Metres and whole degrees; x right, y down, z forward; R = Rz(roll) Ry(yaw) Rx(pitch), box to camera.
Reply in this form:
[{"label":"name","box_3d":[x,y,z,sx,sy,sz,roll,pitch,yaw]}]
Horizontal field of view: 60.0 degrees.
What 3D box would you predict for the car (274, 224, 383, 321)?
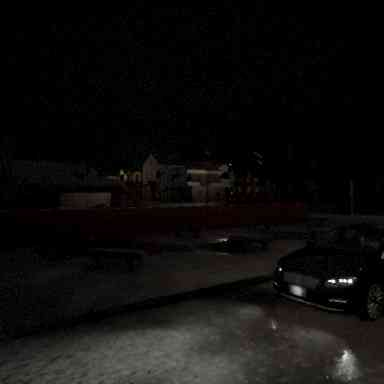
[{"label":"car","box_3d":[3.879,1.506,7.376,4.902,1.511,2.128,0,0,-35]}]
